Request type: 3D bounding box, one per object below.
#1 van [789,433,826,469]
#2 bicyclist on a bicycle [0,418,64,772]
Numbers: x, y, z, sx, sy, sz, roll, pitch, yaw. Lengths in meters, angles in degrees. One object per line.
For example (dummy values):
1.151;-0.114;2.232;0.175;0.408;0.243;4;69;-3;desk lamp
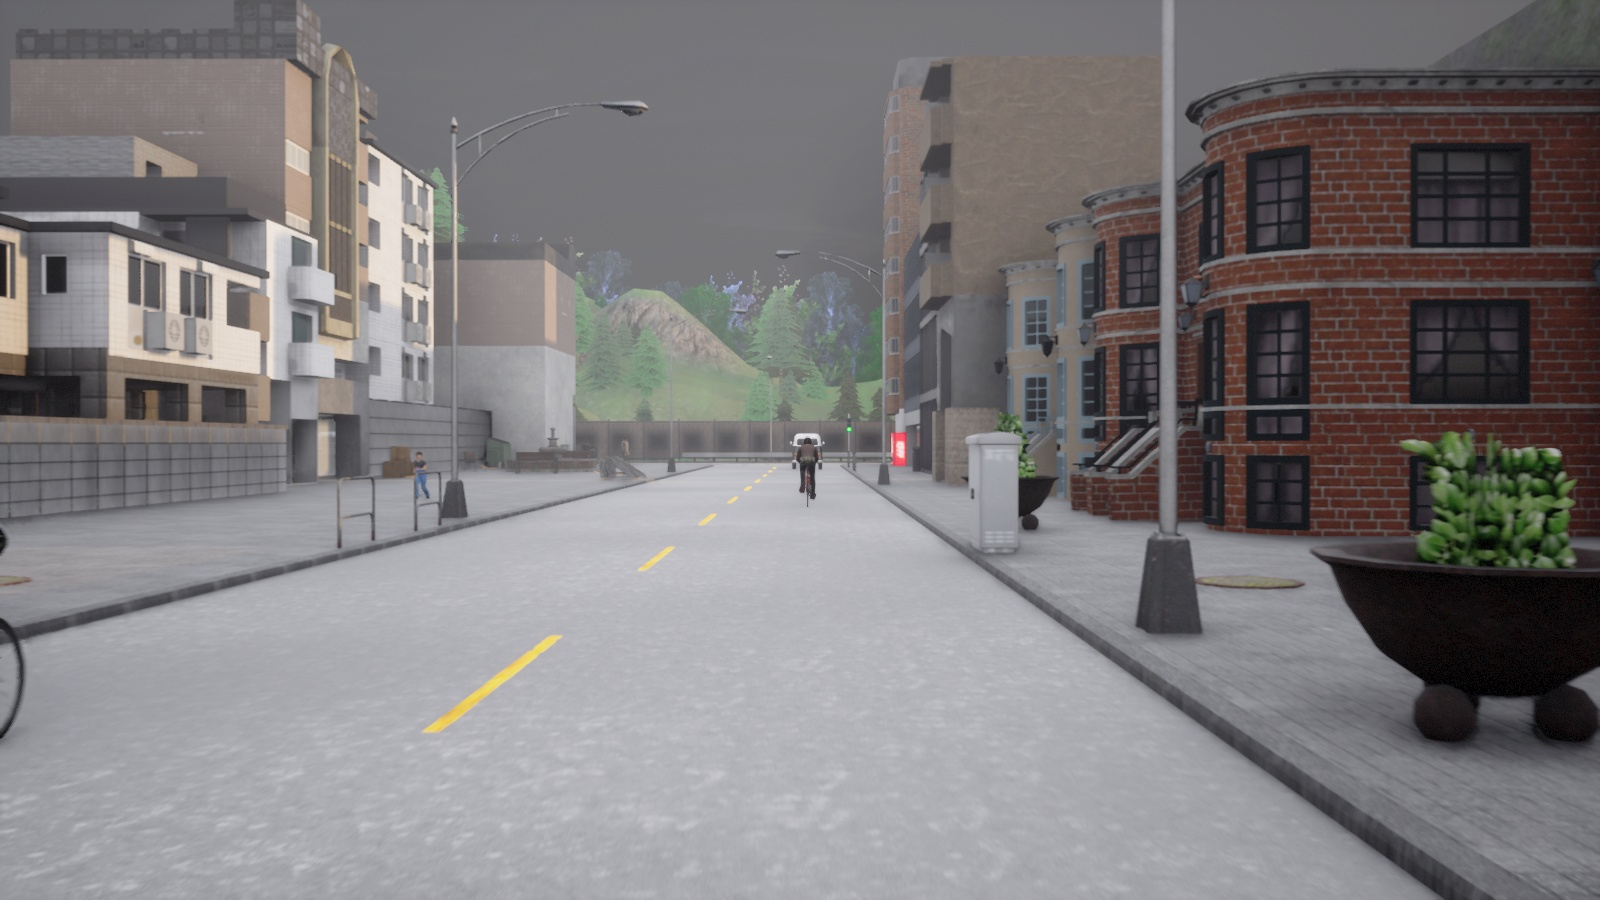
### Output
0.428;0.059;72.961;2.069;2.038;4.480;0;0;0;van
-3.954;0.666;5.407;0.582;1.620;1.656;0;1;0;bicyclist on a bicycle
